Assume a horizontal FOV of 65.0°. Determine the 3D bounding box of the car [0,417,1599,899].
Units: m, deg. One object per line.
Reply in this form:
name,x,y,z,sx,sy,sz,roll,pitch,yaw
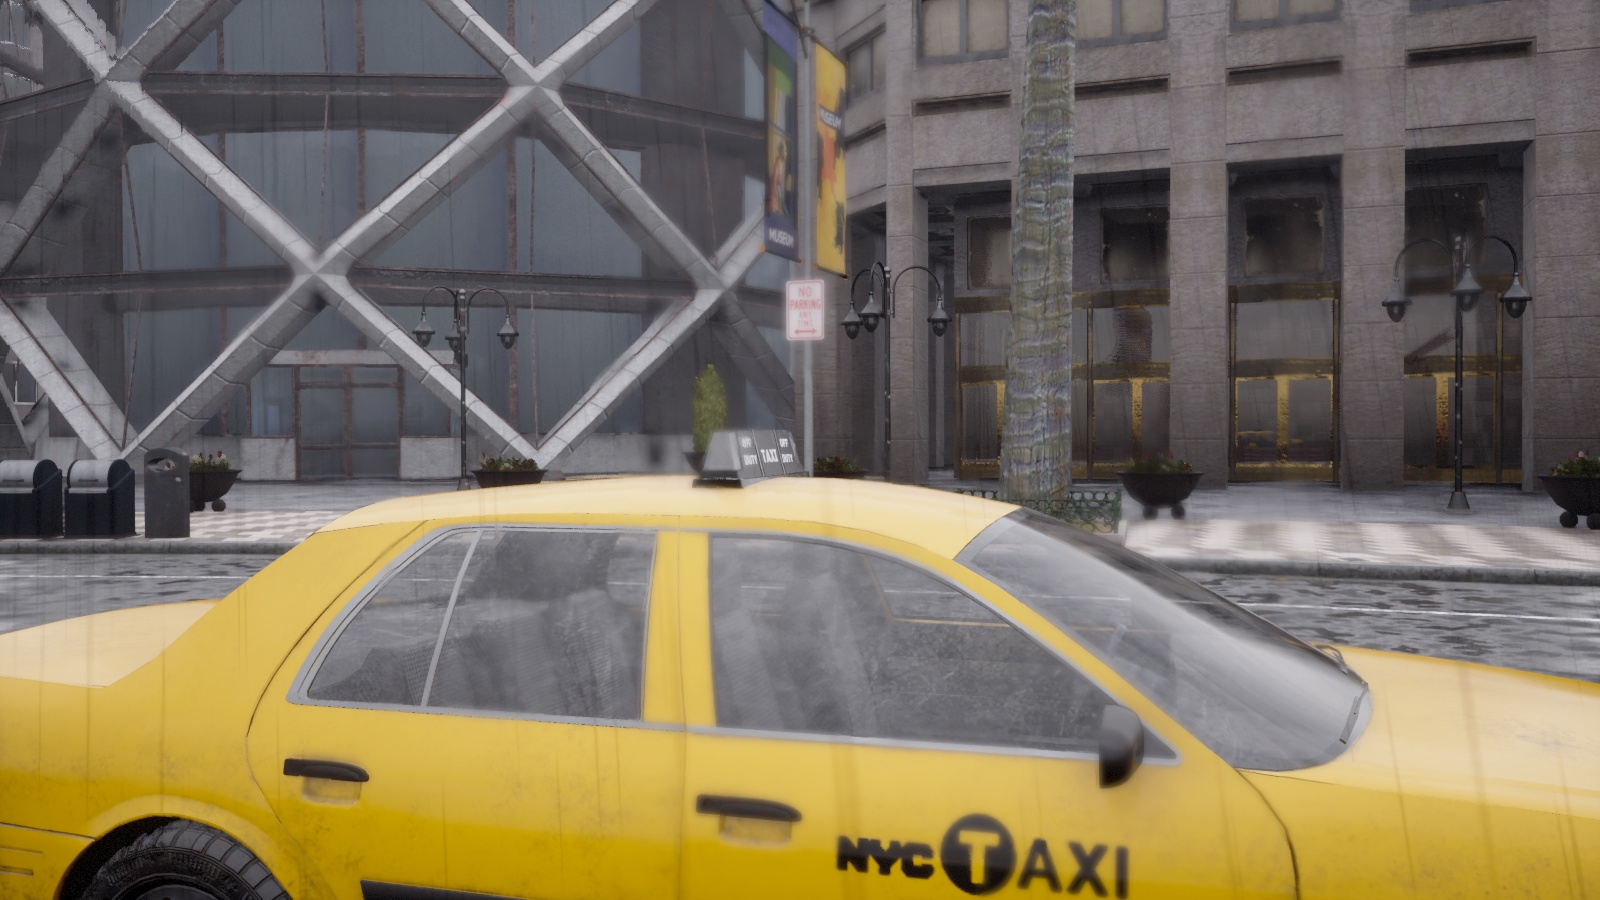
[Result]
car,-0.018,0.713,3.262,5.366,1.575,1.801,0,1,17
